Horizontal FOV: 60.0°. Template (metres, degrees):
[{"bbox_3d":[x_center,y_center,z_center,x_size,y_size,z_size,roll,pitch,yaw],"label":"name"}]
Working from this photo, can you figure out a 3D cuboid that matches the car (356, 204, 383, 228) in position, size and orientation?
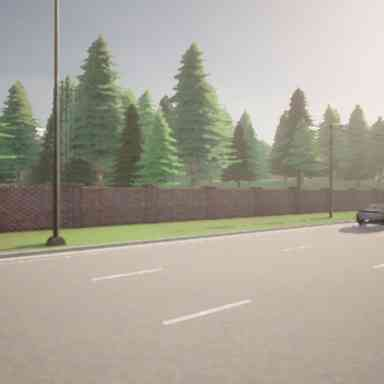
[{"bbox_3d":[12.383,1.489,21.179,4.902,1.511,2.128,0,0,-36],"label":"car"}]
